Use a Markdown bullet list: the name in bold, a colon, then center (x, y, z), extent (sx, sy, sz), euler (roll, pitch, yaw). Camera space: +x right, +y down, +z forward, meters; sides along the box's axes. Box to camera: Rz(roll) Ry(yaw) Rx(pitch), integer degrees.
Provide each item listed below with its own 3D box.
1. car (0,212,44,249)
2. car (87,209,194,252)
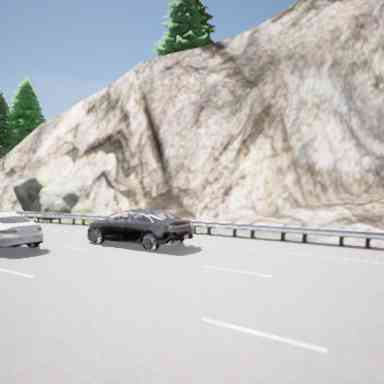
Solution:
- **car**: center (-7.751, 1.503, 13.012), extent (4.674, 1.442, 1.812), euler (0, 0, 31)
- **car**: center (-2.247, 1.464, 13.720), extent (4.902, 1.511, 2.128), euler (0, 0, 33)
